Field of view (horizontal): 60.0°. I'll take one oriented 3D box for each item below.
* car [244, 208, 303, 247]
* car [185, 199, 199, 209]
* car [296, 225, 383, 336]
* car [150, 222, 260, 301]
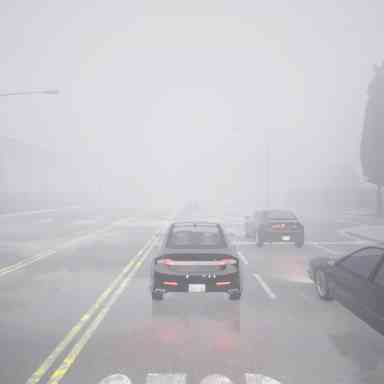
[{"bbox_3d":[3.565,1.504,15.035,1.837,1.490,4.892,0,0,0],"label":"car"},{"bbox_3d":[0.001,1.599,44.147,1.895,1.301,4.718,0,0,0],"label":"car"},{"bbox_3d":[3.588,1.547,5.288,2.033,1.411,5.357,0,0,0],"label":"car"},{"bbox_3d":[0.081,1.491,8.334,2.128,1.511,4.902,0,0,0],"label":"car"}]
